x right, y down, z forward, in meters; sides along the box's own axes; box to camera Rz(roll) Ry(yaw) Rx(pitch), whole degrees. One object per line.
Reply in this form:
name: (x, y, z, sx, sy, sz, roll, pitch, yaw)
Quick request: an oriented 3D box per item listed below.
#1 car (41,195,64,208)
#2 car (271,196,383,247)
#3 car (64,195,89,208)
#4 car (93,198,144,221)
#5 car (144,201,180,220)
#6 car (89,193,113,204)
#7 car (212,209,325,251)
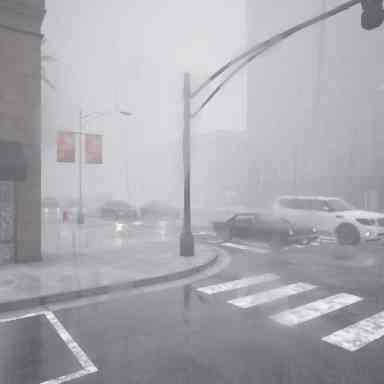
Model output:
car: (-19.803, 1.438, 46.290, 1.837, 1.490, 4.892, 0, 0, -35)
car: (6.177, 1.209, 15.650, 2.150, 2.045, 5.566, 0, 0, -36)
car: (-16.723, 1.492, 47.565, 1.994, 1.385, 4.181, 0, 0, -35)
car: (-6.089, 1.470, 27.120, 1.837, 1.490, 4.892, 0, 0, -36)
car: (-2.868, 1.488, 28.239, 1.812, 1.442, 4.674, 0, 0, -36)
car: (-15.480, 1.130, 57.180, 2.150, 2.045, 5.566, 0, 0, -36)
car: (3.017, 1.590, 14.473, 1.895, 1.301, 4.718, 0, 0, -36)
